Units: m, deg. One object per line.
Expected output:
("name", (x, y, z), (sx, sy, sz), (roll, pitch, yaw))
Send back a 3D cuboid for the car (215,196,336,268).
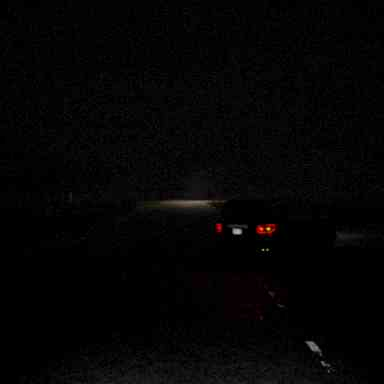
("car", (3.021, 1.176, 11.487), (2.150, 2.045, 5.566), (-4, -1, 40))
